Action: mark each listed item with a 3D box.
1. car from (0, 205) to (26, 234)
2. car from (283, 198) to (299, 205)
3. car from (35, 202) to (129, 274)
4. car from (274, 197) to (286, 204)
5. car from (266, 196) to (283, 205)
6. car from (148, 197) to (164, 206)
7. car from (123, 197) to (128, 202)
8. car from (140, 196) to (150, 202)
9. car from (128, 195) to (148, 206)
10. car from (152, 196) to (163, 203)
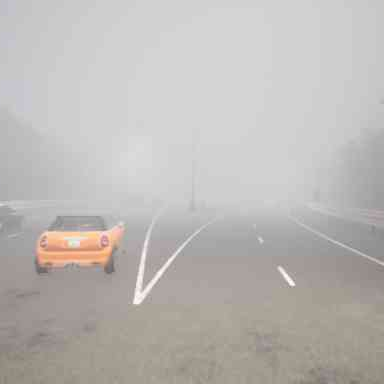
[{"bbox_3d":[-11.131,1.510,18.857,1.837,1.490,4.892,0,-1,-5],"label":"car"},{"bbox_3d":[21.273,2.114,72.176,2.128,1.511,4.902,0,0,23],"label":"car"},{"bbox_3d":[-3.338,1.382,10.856,2.097,1.767,4.553,1,0,-6],"label":"car"},{"bbox_3d":[21.848,2.040,82.370,2.128,1.511,4.902,0,0,23],"label":"car"},{"bbox_3d":[17.749,1.792,72.837,2.150,2.045,5.566,0,0,23],"label":"car"},{"bbox_3d":[-6.123,1.636,59.401,2.097,1.767,4.553,1,0,0],"label":"car"},{"bbox_3d":[-13.056,1.771,69.321,1.837,1.490,4.892,1,0,1],"label":"car"},{"bbox_3d":[-12.333,1.879,87.402,1.837,1.490,4.892,0,0,4],"label":"car"},{"bbox_3d":[-9.598,1.483,61.015,2.150,2.045,5.566,0,0,0],"label":"car"},{"bbox_3d":[-8.875,1.931,86.675,2.128,1.511,4.902,0,0,4],"label":"car"}]
